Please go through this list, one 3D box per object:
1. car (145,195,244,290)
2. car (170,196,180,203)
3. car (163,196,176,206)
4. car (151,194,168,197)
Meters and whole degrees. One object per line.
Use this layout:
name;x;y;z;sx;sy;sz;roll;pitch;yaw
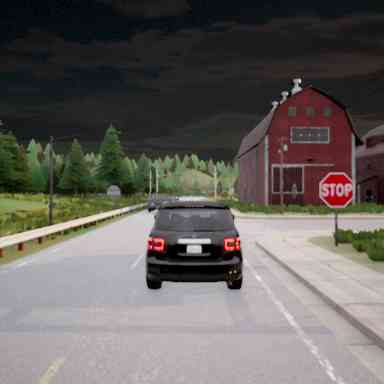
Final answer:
car;0.069;1.220;9.250;2.150;2.045;5.566;0;0;1
car;-3.604;1.573;70.863;1.895;1.301;4.718;0;0;0
car;-3.653;1.500;55.597;1.837;1.490;4.892;0;0;0
car;-3.634;1.218;37.203;2.150;2.045;5.566;0;0;0
